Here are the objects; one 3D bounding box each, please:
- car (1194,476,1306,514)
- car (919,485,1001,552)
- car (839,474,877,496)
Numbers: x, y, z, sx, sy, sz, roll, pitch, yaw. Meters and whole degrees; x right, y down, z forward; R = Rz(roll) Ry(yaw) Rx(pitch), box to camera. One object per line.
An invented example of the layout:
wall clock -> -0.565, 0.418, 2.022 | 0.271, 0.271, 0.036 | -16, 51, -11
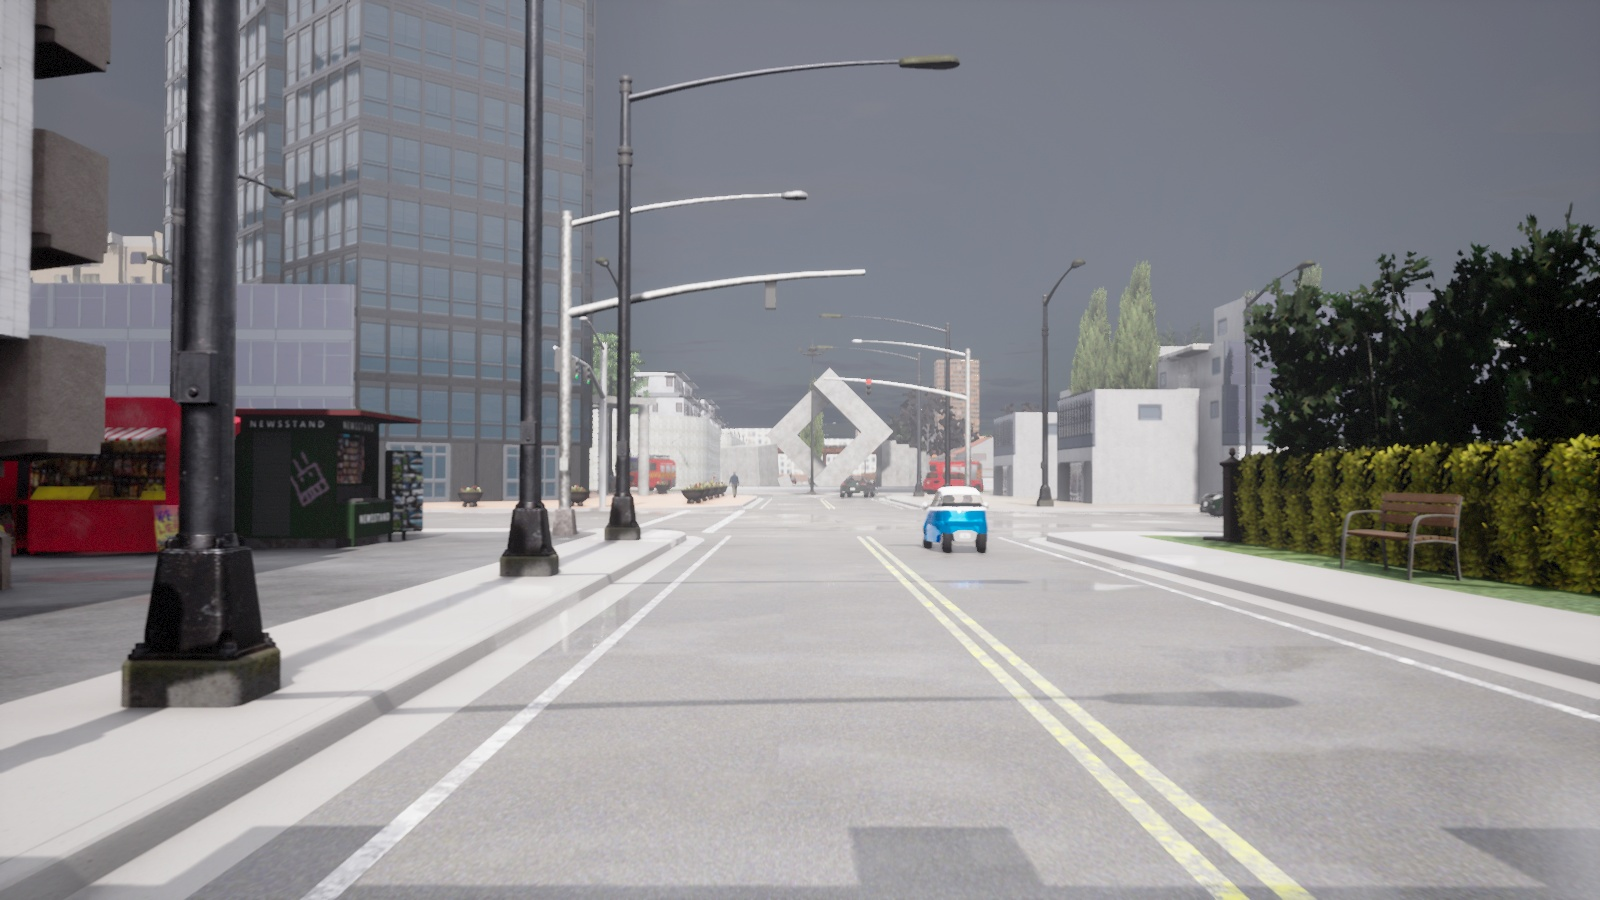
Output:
car -> 18.166, 1.797, 50.791 | 3.806, 1.475, 1.970 | -1, -1, -1
car -> 3.433, 1.453, 27.203 | 1.481, 1.376, 2.207 | 0, -1, 0
car -> 4.489, 2.665, 96.349 | 2.152, 1.651, 5.027 | -1, -1, 12
